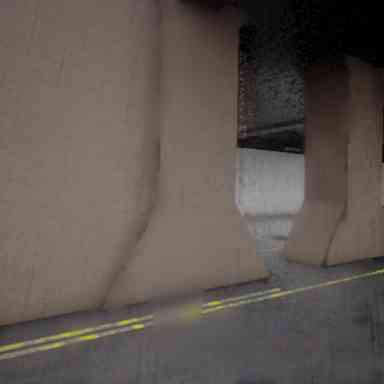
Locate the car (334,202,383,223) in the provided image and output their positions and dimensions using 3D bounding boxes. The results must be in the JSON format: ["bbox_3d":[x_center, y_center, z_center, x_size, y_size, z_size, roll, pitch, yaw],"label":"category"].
[{"bbox_3d":[12.819,1.459,24.582,4.718,1.301,1.895,0,1,-32],"label":"car"}]
